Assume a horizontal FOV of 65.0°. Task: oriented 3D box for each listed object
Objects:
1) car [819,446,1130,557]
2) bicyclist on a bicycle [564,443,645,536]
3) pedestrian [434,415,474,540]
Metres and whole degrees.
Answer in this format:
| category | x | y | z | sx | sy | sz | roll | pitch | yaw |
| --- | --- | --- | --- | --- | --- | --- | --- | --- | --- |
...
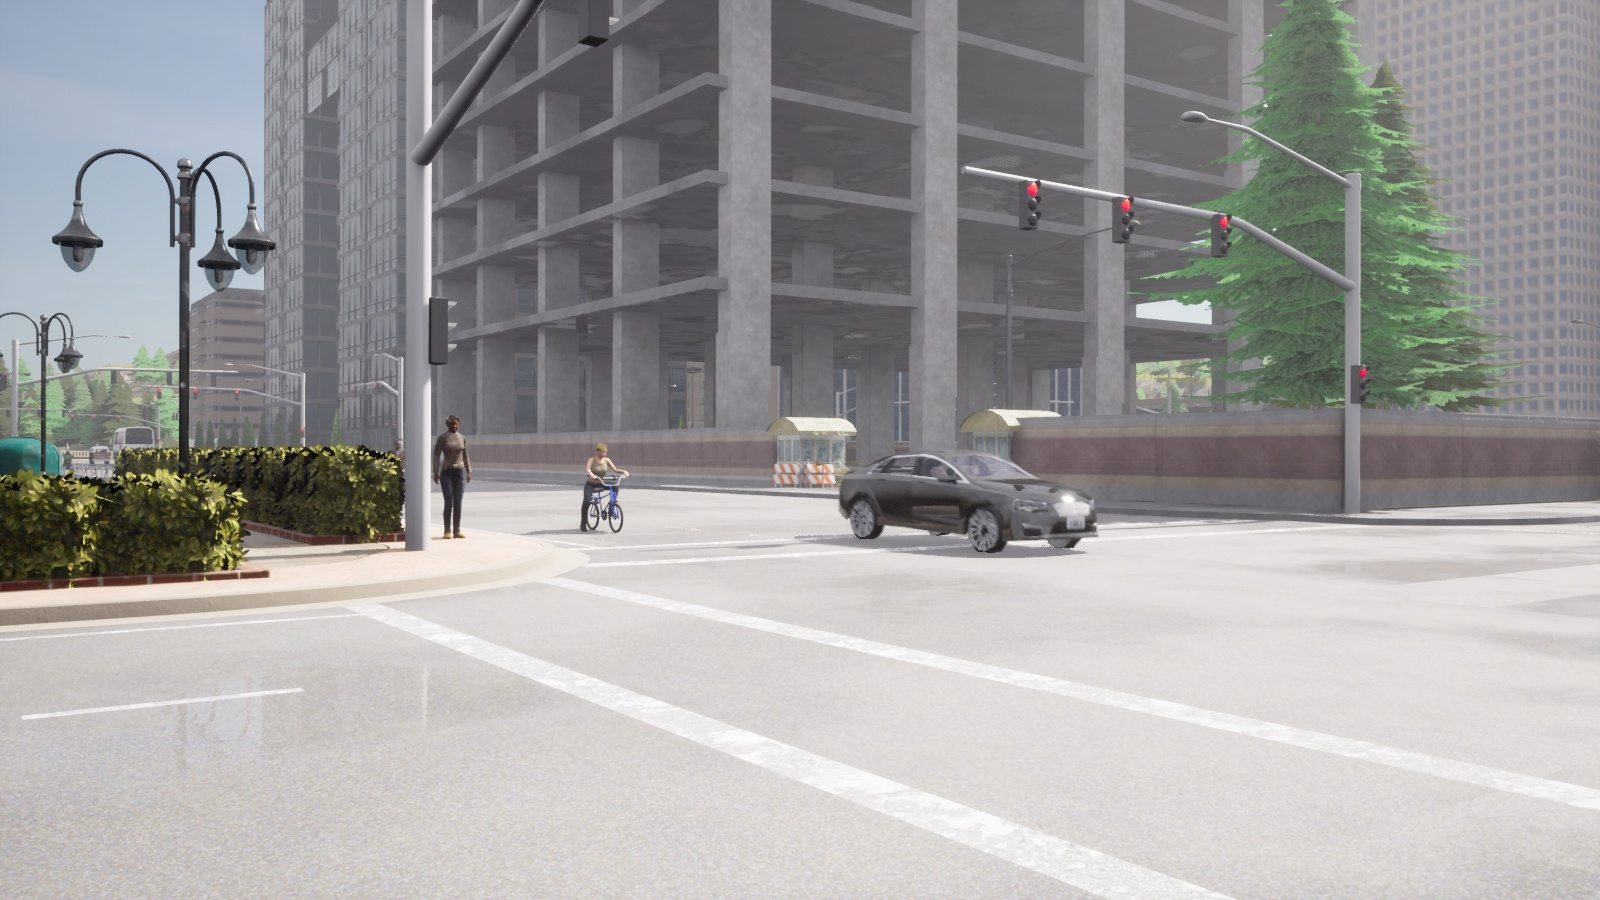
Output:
| category | x | y | z | sx | sy | sz | roll | pitch | yaw |
| --- | --- | --- | --- | --- | --- | --- | --- | --- | --- |
| car | 2.619 | 0.711 | 20.091 | 2.128 | 1.511 | 4.902 | 0 | 1 | -35 |
| bicyclist on a bicycle | -3.550 | 0.689 | 22.760 | 0.866 | 1.612 | 1.509 | 0 | 0 | -35 |
| pedestrian | -5.117 | 0.400 | 18.540 | 0.328 | 1.805 | 0.869 | 0 | 0 | -33 |
